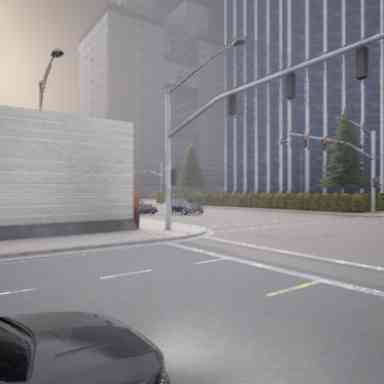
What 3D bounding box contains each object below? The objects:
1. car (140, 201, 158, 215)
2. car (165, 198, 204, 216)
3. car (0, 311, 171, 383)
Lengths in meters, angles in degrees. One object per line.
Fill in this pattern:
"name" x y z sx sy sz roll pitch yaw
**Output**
"car" -5.399 1.563 33.444 2.033 1.411 5.357 0 0 -36
"car" -0.791 1.360 33.021 2.097 1.767 4.553 0 0 -36
"car" -2.418 1.507 2.073 4.892 1.490 1.837 0 0 -35
